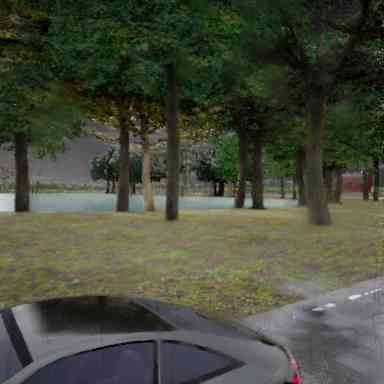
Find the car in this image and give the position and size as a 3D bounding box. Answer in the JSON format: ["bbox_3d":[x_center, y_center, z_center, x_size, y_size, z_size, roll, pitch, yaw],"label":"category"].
[{"bbox_3d":[-1.091,1.564,2.281,4.181,1.385,1.994,0,0,-35],"label":"car"}]
